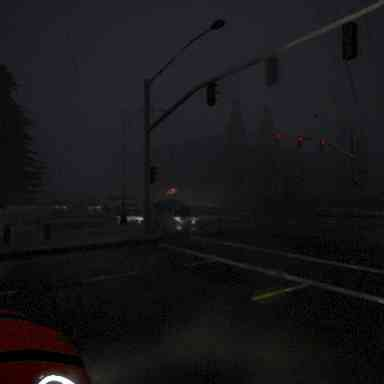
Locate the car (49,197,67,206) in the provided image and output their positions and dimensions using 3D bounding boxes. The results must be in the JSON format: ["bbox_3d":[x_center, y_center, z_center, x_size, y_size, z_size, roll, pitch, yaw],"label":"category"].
[{"bbox_3d":[-22.166,1.512,54.947,2.033,1.411,5.357,0,0,-35],"label":"car"}]

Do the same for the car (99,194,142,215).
[{"bbox_3d":[-7.178,1.183,33.817,2.150,2.045,5.566,0,0,-36],"label":"car"}]

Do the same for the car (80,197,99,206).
[{"bbox_3d":[-16.075,1.501,52.351,2.033,1.411,5.357,0,0,-35],"label":"car"}]

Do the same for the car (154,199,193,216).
[{"bbox_3d":[-1.884,1.429,32.429,1.882,1.535,5.008,0,1,-36],"label":"car"}]

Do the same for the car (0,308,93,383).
[{"bbox_3d":[-2.833,1.356,1.775,4.553,1.767,2.097,0,0,-35],"label":"car"}]
